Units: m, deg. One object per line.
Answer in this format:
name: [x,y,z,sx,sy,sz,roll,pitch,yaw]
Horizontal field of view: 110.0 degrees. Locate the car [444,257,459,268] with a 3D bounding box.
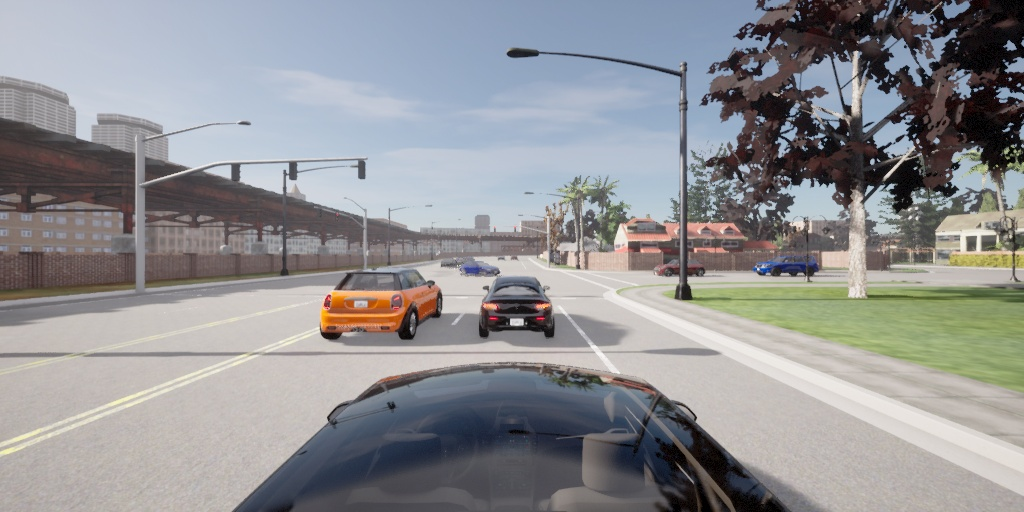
car: [-10.239,1.086,57.822,1.882,1.535,5.008,0,1,1]

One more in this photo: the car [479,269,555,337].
car: [0.126,1.275,10.121,1.812,1.442,4.674,0,0,0]

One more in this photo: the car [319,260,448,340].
car: [-3.373,1.101,10.175,2.097,1.767,4.553,0,0,1]

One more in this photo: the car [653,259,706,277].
car: [16.291,1.099,35.072,4.553,1.767,2.097,0,0,-1]

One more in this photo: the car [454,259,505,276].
car: [-3.296,1.256,35.387,4.674,1.442,1.812,0,1,41]

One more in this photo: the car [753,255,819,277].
car: [26.954,0.967,35.285,5.566,2.045,2.150,0,0,-2]
